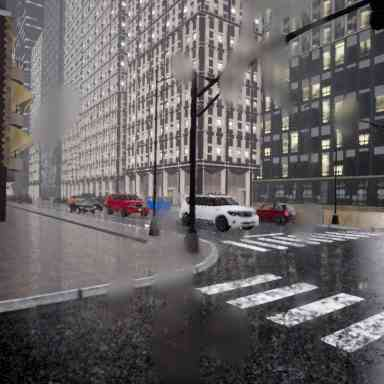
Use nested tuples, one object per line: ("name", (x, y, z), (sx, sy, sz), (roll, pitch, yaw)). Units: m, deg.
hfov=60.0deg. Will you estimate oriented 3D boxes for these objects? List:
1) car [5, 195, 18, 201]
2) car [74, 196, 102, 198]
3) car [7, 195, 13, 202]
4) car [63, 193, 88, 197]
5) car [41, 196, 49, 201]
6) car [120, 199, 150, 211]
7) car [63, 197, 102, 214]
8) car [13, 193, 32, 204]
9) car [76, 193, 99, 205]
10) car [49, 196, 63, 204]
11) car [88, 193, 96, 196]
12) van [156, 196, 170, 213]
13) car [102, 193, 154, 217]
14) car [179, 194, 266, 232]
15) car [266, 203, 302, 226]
("car", (-40.357, 1.378, 74.329), (2.008, 1.369, 4.403), (1, -1, -35))
("car", (-11.918, 1.484, 38.789), (1.994, 1.385, 4.181), (1, -1, -36))
("car", (-37.086, 1.397, 69.725), (1.947, 1.339, 4.313), (1, -1, -35))
("car", (-18.742, 1.317, 53.904), (2.097, 1.767, 4.553), (1, -1, -36))
("car", (-36.801, 1.571, 83.786), (1.802, 1.307, 4.206), (1, -1, -35))
("car", (-7.351, 1.584, 42.348), (2.008, 1.369, 4.403), (1, -1, -35))
("car", (-10.909, 1.427, 32.890), (2.008, 1.369, 4.403), (1, -1, -35))
("car", (-30.538, 1.155, 60.518), (2.192, 1.841, 5.009), (1, -1, -35))
("car", (-18.557, 1.248, 58.845), (2.150, 2.045, 5.566), (1, -1, -35))
("car", (-24.196, 1.504, 61.610), (2.033, 1.411, 5.357), (1, -1, -38))
("car", (-14.464, 1.380, 53.093), (2.097, 1.767, 4.553), (1, -1, -35))
("van", (-4.076, 1.382, 37.746), (1.690, 1.788, 3.998), (1, -1, -35))
("car", (-5.964, 1.157, 30.408), (2.150, 2.045, 5.566), (1, -1, -35))
("car", (1.422, 1.174, 20.085), (2.150, 2.045, 5.566), (1, -1, -37))
("car", (5.740, 1.505, 23.932), (1.967, 1.590, 4.097), (1, -1, -35))
